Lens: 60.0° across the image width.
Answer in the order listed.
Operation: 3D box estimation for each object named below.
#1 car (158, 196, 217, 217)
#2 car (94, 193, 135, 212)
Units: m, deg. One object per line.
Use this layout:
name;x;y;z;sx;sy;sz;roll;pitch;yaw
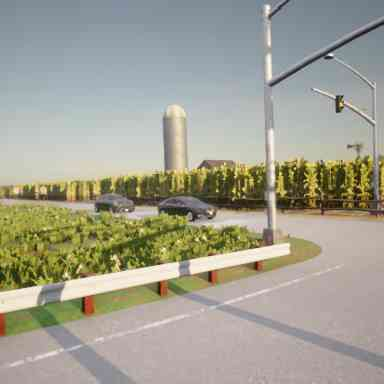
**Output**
car;-0.414;1.077;22.249;1.837;1.490;4.892;-4;2;-40
car;-7.057;0.964;30.062;2.097;1.767;4.553;-4;2;-40
